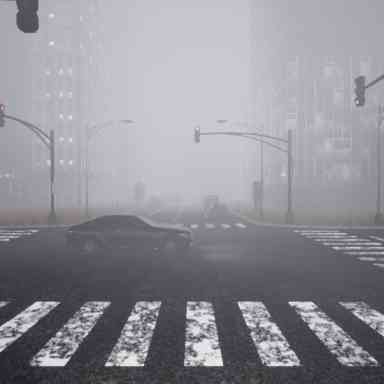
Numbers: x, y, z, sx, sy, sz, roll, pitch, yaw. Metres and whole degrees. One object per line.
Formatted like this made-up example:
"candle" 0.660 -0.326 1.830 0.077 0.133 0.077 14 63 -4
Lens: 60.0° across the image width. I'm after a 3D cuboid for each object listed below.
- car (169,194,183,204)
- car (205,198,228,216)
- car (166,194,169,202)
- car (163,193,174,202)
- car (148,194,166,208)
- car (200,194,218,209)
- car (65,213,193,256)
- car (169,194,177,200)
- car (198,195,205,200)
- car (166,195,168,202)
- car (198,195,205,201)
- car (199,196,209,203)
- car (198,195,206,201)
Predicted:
"car" -2.761 1.320 64.375 2.097 1.767 4.553 0 0 0
"car" 2.517 1.570 32.111 1.802 1.307 4.206 -1 0 0
"car" -5.339 1.404 70.756 1.967 1.590 4.097 -1 0 0
"car" -5.342 1.274 76.281 2.192 1.841 5.009 -1 0 0
"car" -5.336 1.419 48.658 1.967 1.590 4.097 -1 0 0
"car" 2.532 1.297 43.160 2.192 1.841 5.009 -1 0 0
"car" -2.295 1.526 12.490 4.674 1.442 1.812 0 0 0
"car" -5.343 1.385 92.854 1.967 1.590 4.097 -1 0 0
"car" 2.538 1.489 92.881 1.887 1.381 4.507 -1 0 0
"car" -5.335 1.558 54.183 1.802 1.307 4.206 -1 0 0
"car" 2.539 1.474 87.526 1.752 1.417 4.829 -1 0 0
"car" 2.542 1.508 70.782 1.887 1.381 4.507 -1 0 0
"car" 2.541 1.536 81.832 1.802 1.307 4.206 -1 0 0
